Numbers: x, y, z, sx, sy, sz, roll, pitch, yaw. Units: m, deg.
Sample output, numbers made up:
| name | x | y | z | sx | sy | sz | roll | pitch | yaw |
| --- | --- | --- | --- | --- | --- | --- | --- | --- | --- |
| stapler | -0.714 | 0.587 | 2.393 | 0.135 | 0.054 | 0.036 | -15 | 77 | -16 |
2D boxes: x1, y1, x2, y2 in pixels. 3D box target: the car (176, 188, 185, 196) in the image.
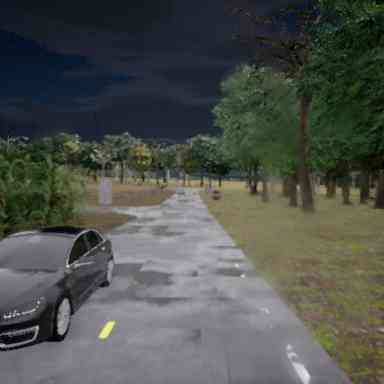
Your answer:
| name | x | y | z | sx | sy | sz | roll | pitch | yaw |
| --- | --- | --- | --- | --- | --- | --- | --- | --- | --- |
| car | -2.804 | -0.056 | 80.376 | 2.097 | 1.767 | 4.553 | 0 | 2 | 0 |

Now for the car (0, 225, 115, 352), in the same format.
| name | x | y | z | sx | sy | sz | roll | pitch | yaw |
| --- | --- | --- | --- | --- | --- | --- | --- | --- | --- |
| car | -2.847 | 1.496 | 6.544 | 1.837 | 1.490 | 4.892 | 0 | 0 | 0 |
